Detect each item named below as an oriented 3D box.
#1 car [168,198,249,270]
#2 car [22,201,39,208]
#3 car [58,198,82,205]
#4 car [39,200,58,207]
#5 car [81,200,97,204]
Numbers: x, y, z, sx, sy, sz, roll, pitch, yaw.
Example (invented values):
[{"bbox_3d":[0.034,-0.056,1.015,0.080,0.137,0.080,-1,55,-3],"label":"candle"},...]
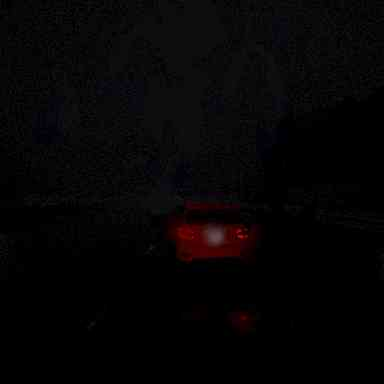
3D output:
[{"bbox_3d":[0.387,1.359,11.766,2.150,2.045,5.566,0,0,-6],"label":"car"},{"bbox_3d":[-28.013,2.318,58.671,1.882,1.535,5.008,0,-1,1],"label":"car"},{"bbox_3d":[-21.035,2.061,58.673,2.150,2.045,5.566,0,-1,1],"label":"car"},{"bbox_3d":[-24.530,2.195,58.794,2.097,1.767,4.553,0,-1,1],"label":"car"},{"bbox_3d":[-17.545,2.406,58.792,1.994,1.385,4.181,0,-1,0],"label":"car"}]
